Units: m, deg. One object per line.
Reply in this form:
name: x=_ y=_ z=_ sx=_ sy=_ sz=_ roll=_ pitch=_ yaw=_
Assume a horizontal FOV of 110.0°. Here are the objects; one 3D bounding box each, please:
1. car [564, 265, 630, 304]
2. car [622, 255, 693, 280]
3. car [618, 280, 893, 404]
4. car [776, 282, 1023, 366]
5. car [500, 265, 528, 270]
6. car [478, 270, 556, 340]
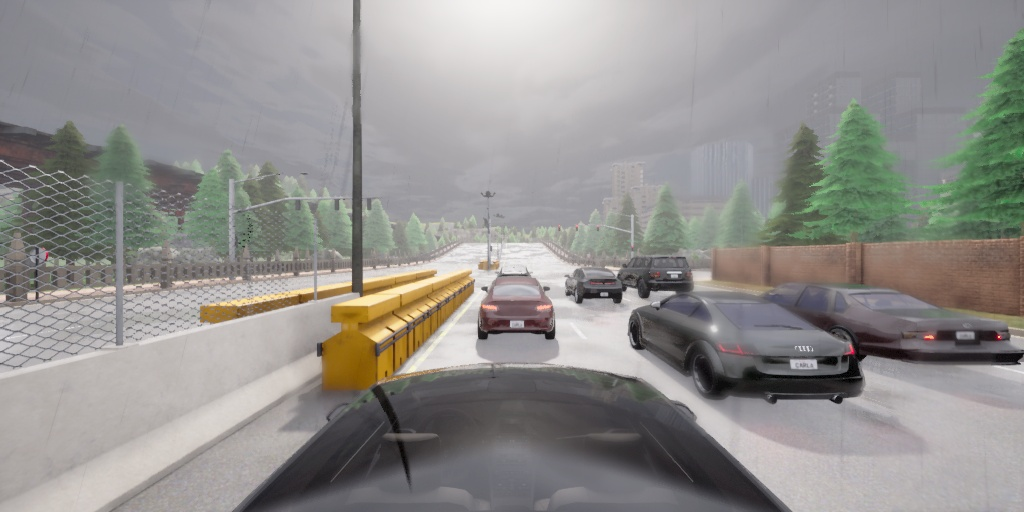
car: x=3.605 y=1.255 z=16.424 sx=1.837 sy=1.490 sz=4.892 roll=0 pitch=0 yaw=0
car: x=7.105 y=0.972 z=18.366 sx=2.150 sy=2.045 sz=5.566 roll=0 pitch=0 yaw=0
car: x=3.604 y=1.314 z=6.458 sx=1.994 sy=1.385 sz=4.181 roll=0 pitch=0 yaw=-1
car: x=7.103 y=1.297 z=8.124 sx=2.033 sy=1.411 sz=5.357 roll=0 pitch=0 yaw=0
car: x=0.107 y=1.241 z=19.130 sx=2.128 sy=1.511 sz=4.902 roll=0 pitch=0 yaw=0
car: x=0.104 y=1.276 z=9.884 sx=1.812 sy=1.442 sz=4.674 roll=0 pitch=0 yaw=0
